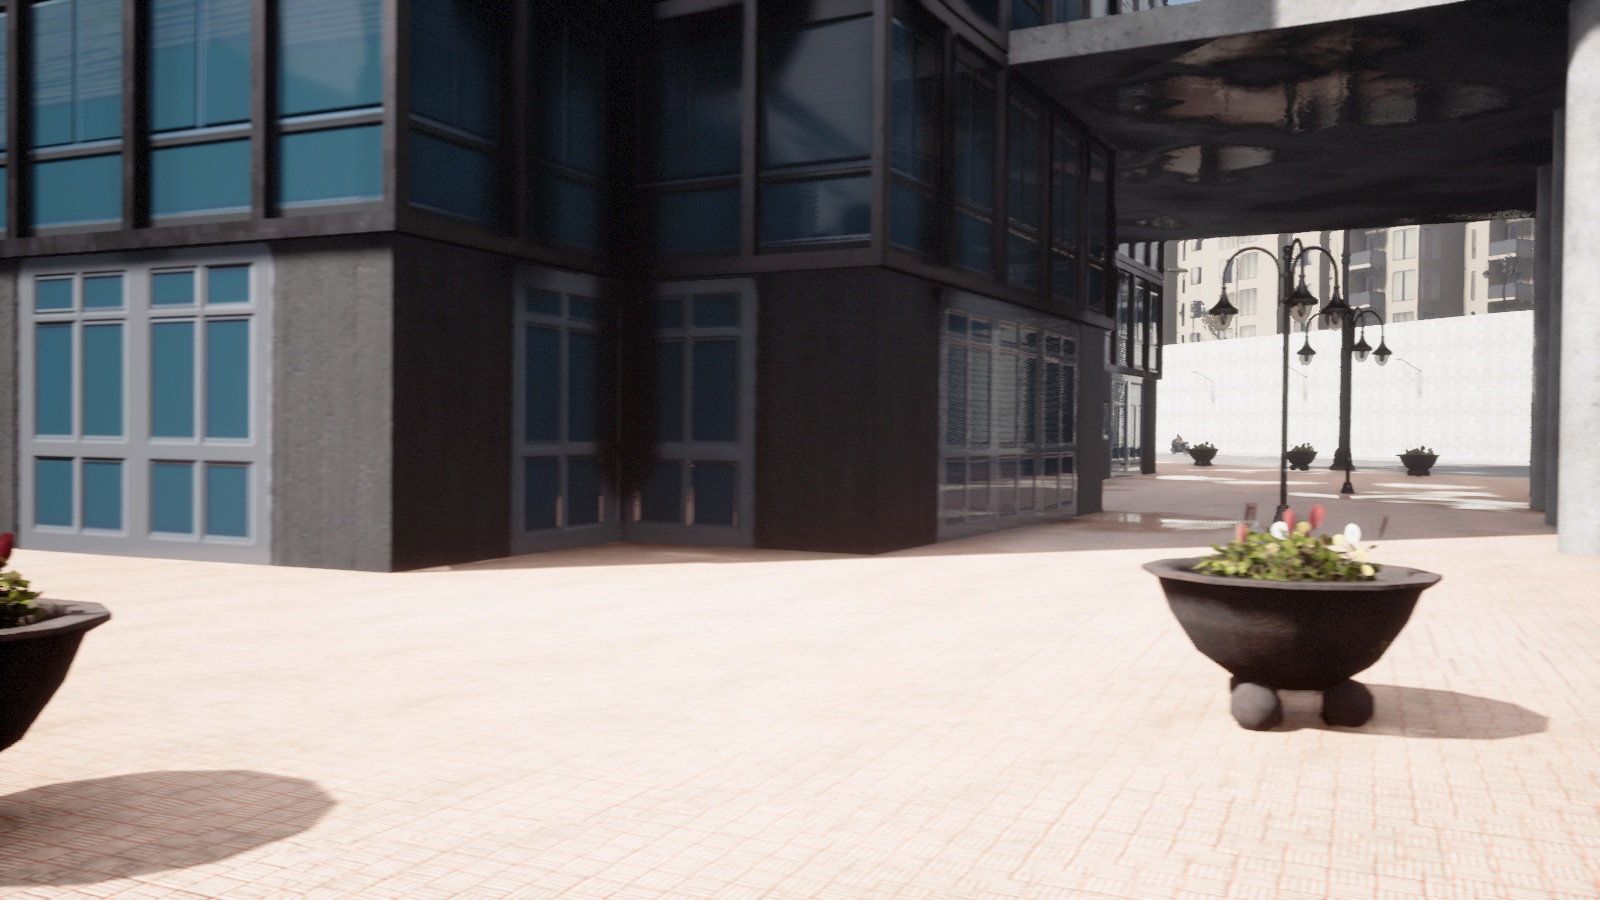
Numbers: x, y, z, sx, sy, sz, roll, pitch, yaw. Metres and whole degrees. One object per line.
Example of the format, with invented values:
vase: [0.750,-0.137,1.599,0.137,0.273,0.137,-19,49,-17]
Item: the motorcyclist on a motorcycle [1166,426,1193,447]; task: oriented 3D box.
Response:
motorcyclist on a motorcycle: [27.386,-0.991,90.717,0.797,1.523,2.044,-1,1,-20]
